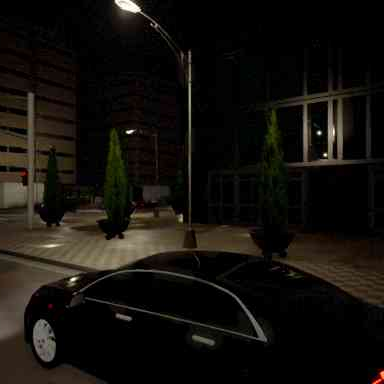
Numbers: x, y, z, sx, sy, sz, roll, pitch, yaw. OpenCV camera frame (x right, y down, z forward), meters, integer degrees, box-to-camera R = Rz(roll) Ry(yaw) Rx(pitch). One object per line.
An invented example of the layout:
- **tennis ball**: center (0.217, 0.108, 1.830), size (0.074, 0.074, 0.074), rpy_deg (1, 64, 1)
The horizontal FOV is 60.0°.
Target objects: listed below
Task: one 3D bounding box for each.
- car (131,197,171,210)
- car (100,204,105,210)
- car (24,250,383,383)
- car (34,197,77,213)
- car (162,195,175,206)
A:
- **car**: center (-5.349, 1.656, 43.757), size (1.895, 1.301, 4.718), rpy_deg (0, 0, 35)
- **car**: center (-9.865, 1.581, 43.750), size (1.812, 1.442, 4.674), rpy_deg (0, 0, 35)
- **car**: center (-0.164, 1.505, 4.106), size (4.892, 1.490, 1.837), rpy_deg (0, 0, 36)
- **car**: center (-14.986, 1.407, 36.498), size (2.097, 1.767, 4.553), rpy_deg (0, 0, 35)
- **car**: center (-4.100, 1.407, 51.926), size (2.097, 1.767, 4.553), rpy_deg (0, 0, 35)
